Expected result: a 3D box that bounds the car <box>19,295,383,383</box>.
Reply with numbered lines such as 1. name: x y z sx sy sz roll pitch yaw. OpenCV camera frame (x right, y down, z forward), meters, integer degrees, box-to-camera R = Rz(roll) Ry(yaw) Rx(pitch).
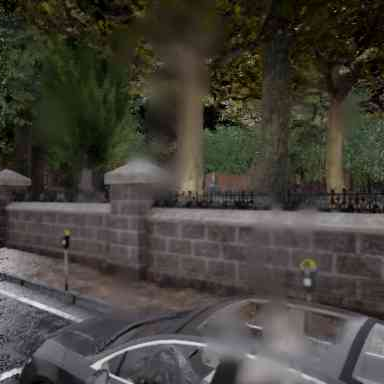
1. car: 0.383 1.548 2.558 4.403 1.369 2.008 0 -1 36
